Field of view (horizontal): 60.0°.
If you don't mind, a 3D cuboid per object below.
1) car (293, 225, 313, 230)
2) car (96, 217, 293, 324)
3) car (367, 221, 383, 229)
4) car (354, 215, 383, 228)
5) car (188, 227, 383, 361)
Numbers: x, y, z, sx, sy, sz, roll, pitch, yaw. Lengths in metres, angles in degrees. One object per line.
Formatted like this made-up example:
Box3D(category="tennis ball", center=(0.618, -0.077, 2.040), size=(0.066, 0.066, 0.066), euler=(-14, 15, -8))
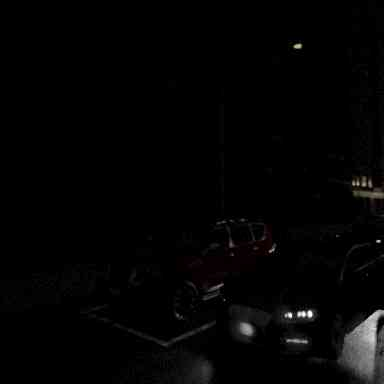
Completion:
Box3D(category="car", center=(3.910, 1.921, 12.141), size=(1.887, 1.381, 4.507), euler=(-1, -2, 42))
Box3D(category="car", center=(0.240, 1.595, 8.076), size=(2.192, 1.841, 5.009), euler=(-1, -2, 42))
Box3D(category="car", center=(9.062, 1.970, 13.751), size=(1.895, 1.301, 4.718), euler=(-3, -3, 42))
Box3D(category="car", center=(11.251, 2.122, 20.281), size=(1.887, 1.381, 4.507), euler=(-1, -2, 42))
Box3D(category="car", center=(2.452, 1.685, 6.410), size=(2.128, 1.511, 4.902), euler=(-3, -3, 44))
